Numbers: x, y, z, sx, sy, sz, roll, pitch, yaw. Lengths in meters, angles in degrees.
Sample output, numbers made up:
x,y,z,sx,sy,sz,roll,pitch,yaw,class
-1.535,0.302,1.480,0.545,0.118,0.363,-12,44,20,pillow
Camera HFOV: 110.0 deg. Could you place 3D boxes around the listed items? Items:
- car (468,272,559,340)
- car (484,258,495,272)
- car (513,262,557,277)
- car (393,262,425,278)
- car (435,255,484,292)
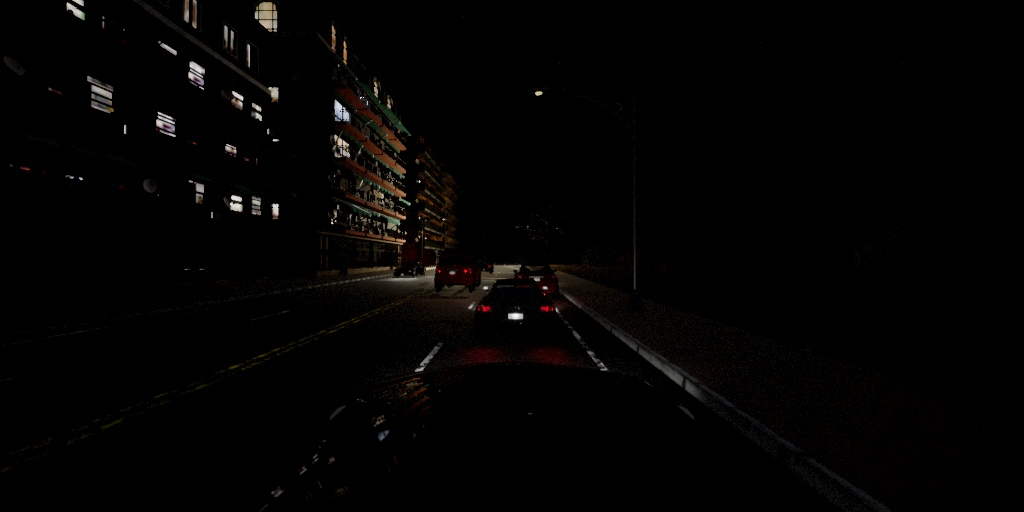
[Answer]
x,y,z,sx,sy,sz,roll,pitch,yaw,class
0.096,1.315,9.999,1.994,1.385,4.181,0,0,0,car
-3.136,1.277,42.233,1.812,1.442,4.674,0,0,0,car
1.141,1.103,18.579,2.097,1.767,4.553,0,0,0,car
-9.843,1.299,34.779,2.033,1.411,5.357,0,0,0,car
-3.145,0.974,21.588,2.150,2.045,5.566,0,0,0,car
